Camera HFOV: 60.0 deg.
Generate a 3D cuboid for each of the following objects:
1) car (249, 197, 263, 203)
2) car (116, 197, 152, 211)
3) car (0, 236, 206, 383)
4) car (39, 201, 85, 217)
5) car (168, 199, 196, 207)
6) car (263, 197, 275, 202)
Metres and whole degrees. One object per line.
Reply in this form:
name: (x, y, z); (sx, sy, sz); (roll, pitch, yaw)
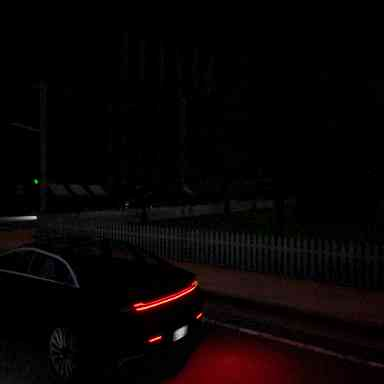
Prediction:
car: (12.360, 1.601, 61.861); (1.895, 1.301, 4.718); (0, 0, 34)
car: (-6.937, 1.352, 39.878); (2.097, 1.767, 4.553); (0, 0, 34)
car: (-2.104, 1.491, 5.443); (4.902, 1.511, 2.128); (0, 0, 36)
car: (-12.356, 1.564, 31.856); (1.994, 1.385, 4.181); (0, 0, 34)
car: (-1.376, 1.601, 48.097); (1.895, 1.301, 4.718); (0, 0, 34)
car: (15.238, 1.547, 59.874); (2.033, 1.411, 5.357); (0, 0, 34)
